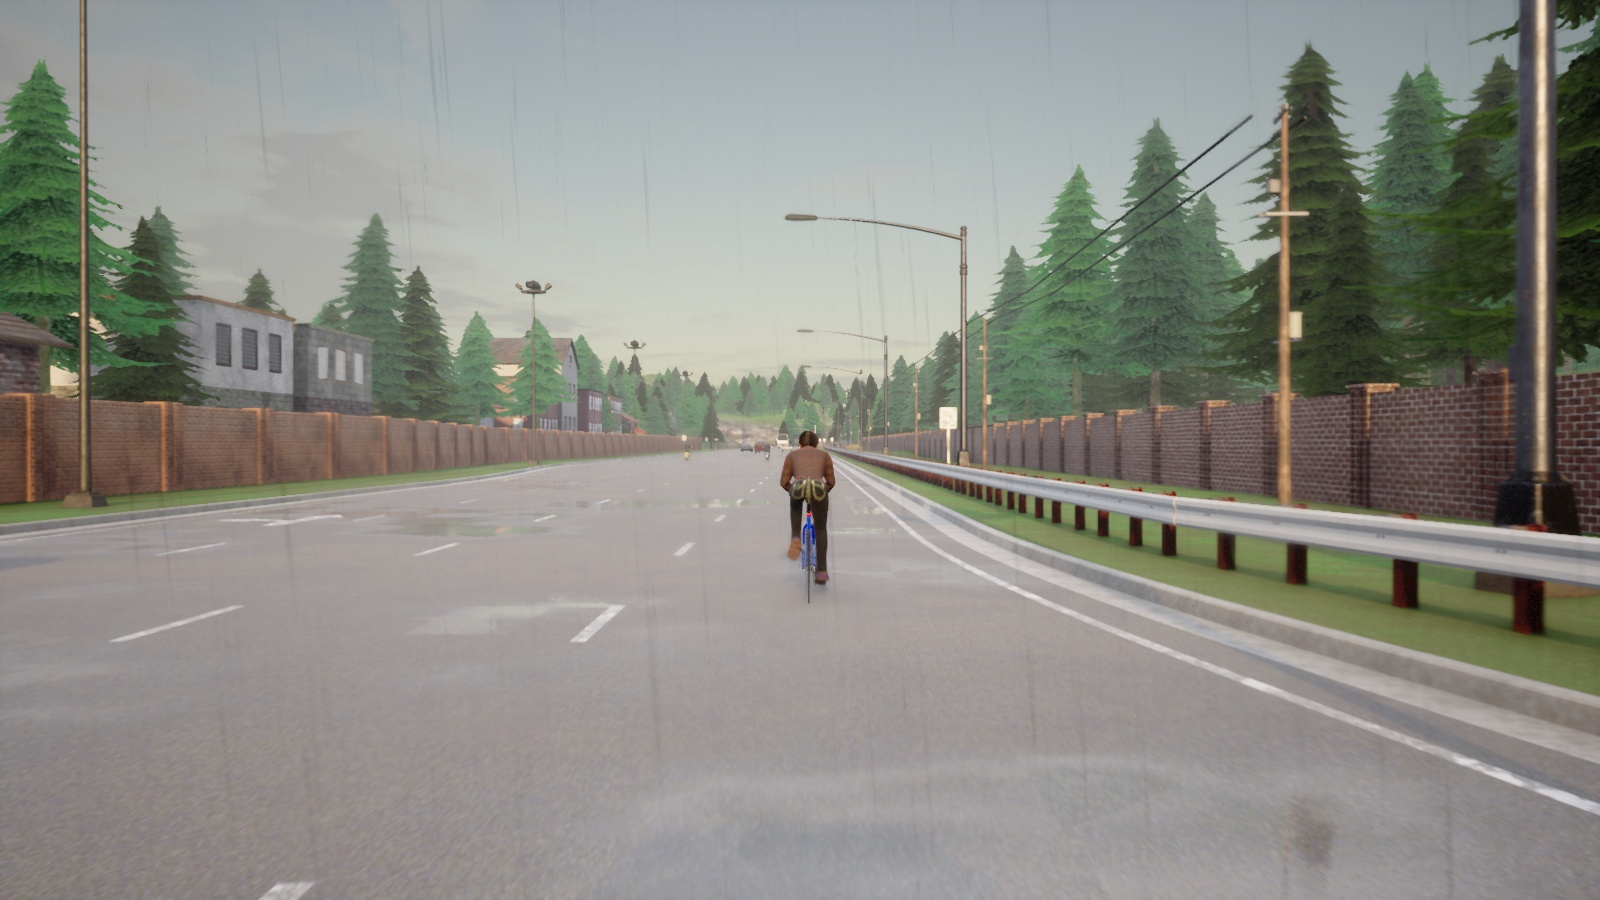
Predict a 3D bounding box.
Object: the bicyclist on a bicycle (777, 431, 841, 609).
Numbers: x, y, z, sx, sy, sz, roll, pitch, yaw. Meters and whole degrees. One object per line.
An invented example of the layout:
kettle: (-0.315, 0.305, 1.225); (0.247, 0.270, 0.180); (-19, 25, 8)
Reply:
bicyclist on a bicycle: (0.085, 0.637, 12.278); (0.582, 1.620, 1.656); (0, 0, 0)
